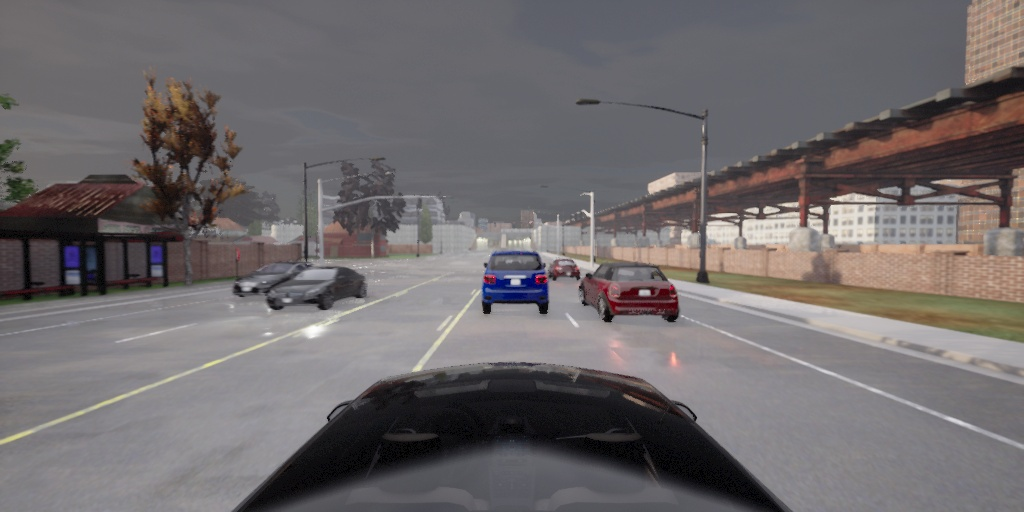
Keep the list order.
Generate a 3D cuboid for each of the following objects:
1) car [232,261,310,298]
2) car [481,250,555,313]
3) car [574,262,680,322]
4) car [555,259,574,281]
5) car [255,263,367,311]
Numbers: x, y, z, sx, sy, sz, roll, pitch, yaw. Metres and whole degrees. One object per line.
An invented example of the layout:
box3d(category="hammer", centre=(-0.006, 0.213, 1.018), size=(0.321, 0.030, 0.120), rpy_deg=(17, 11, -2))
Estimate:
box3d(category="car", centre=(-10.591, 1.022, 16.771), size=(2.128, 1.511, 4.902), rpy_deg=(0, 1, 0))
box3d(category="car", centre=(0.100, 0.812, 13.249), size=(2.150, 2.045, 5.566), rpy_deg=(0, 1, 0))
box3d(category="car", centre=(3.597, 0.966, 11.834), size=(2.097, 1.767, 4.553), rpy_deg=(0, 1, 0))
box3d(category="car", centre=(3.599, 0.895, 25.061), size=(1.812, 1.442, 4.674), rpy_deg=(0, 1, 0))
box3d(category="car", centre=(-7.094, 1.111, 13.639), size=(1.812, 1.442, 4.674), rpy_deg=(0, 1, 0))
